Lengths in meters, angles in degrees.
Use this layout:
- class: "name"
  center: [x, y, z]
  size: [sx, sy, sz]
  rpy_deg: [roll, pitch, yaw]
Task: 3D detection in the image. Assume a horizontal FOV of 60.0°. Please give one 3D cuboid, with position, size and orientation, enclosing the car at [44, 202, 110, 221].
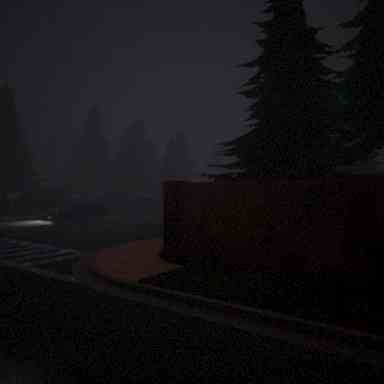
- class: "car"
  center: [-9.287, 1.527, 27.431]
  size: [2.033, 1.411, 5.357]
  rpy_deg: [0, 0, 35]
